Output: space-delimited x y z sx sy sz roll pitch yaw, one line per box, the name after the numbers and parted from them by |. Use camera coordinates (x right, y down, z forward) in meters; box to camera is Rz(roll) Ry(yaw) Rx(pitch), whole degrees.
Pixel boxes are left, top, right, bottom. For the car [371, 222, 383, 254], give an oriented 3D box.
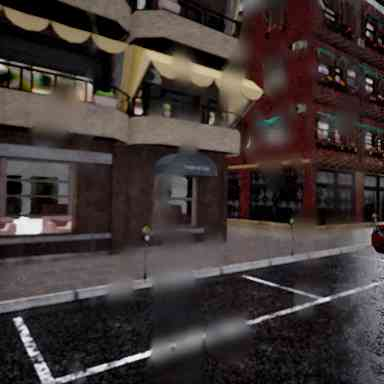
9.069 1.455 12.985 5.009 1.841 2.192 1 0 -35 | car
